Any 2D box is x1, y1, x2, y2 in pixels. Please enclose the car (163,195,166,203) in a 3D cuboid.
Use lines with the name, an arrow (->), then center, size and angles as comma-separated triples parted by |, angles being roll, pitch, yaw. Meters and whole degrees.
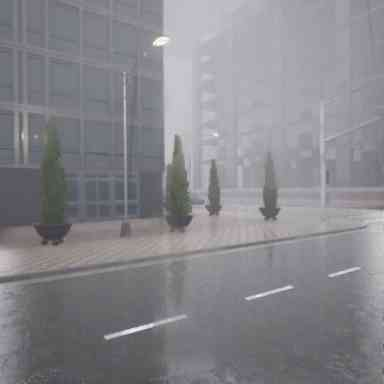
car -> -3.604, 1.246, 60.088 | 2.128, 1.511, 4.902 | -1, 0, -36

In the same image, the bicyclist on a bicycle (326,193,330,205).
bicyclist on a bicycle -> 18.078, 0.970, 44.540 | 1.656, 1.620, 0.582 | -1, 1, -36

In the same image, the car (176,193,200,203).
car -> -0.781, 1.073, 62.155 | 2.097, 1.767, 4.553 | -1, 0, -36

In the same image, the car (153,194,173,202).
car -> -6.086, 1.219, 69.322 | 1.837, 1.490, 4.892 | -1, 0, -36

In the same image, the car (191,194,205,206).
car -> -0.138, 1.388, 49.172 | 1.895, 1.301, 4.718 | -1, 0, -36
